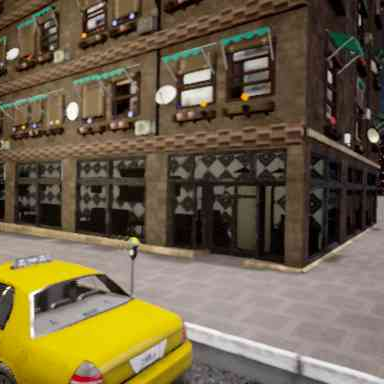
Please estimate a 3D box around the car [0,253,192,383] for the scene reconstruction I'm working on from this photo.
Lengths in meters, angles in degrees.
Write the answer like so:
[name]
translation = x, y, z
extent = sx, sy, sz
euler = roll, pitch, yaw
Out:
[car]
translation = -2.289, 1.512, 4.478
extent = 4.829, 1.417, 1.752
euler = 0, 1, 35
